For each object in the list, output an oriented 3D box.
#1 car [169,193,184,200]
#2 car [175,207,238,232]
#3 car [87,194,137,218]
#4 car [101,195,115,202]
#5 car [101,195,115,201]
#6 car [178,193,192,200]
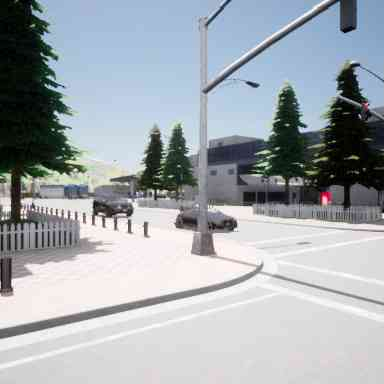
[{"bbox_3d":[-3.914,1.142,85.976,1.932,1.855,4.605,0,0,-37],"label":"car"},{"bbox_3d":[0.779,1.587,19.889,1.994,1.385,4.181,0,0,-37],"label":"car"},{"bbox_3d":[-7.414,1.246,30.733,2.150,2.045,5.566,0,0,-37],"label":"car"},{"bbox_3d":[-18.924,1.406,75.019,1.845,1.501,3.633,0,0,-37],"label":"car"},{"bbox_3d":[-20.950,1.419,82.755,1.970,1.475,3.806,0,0,-37],"label":"car"},{"bbox_3d":[-1.825,1.123,88.038,1.905,1.878,3.866,0,0,-37],"label":"car"}]
